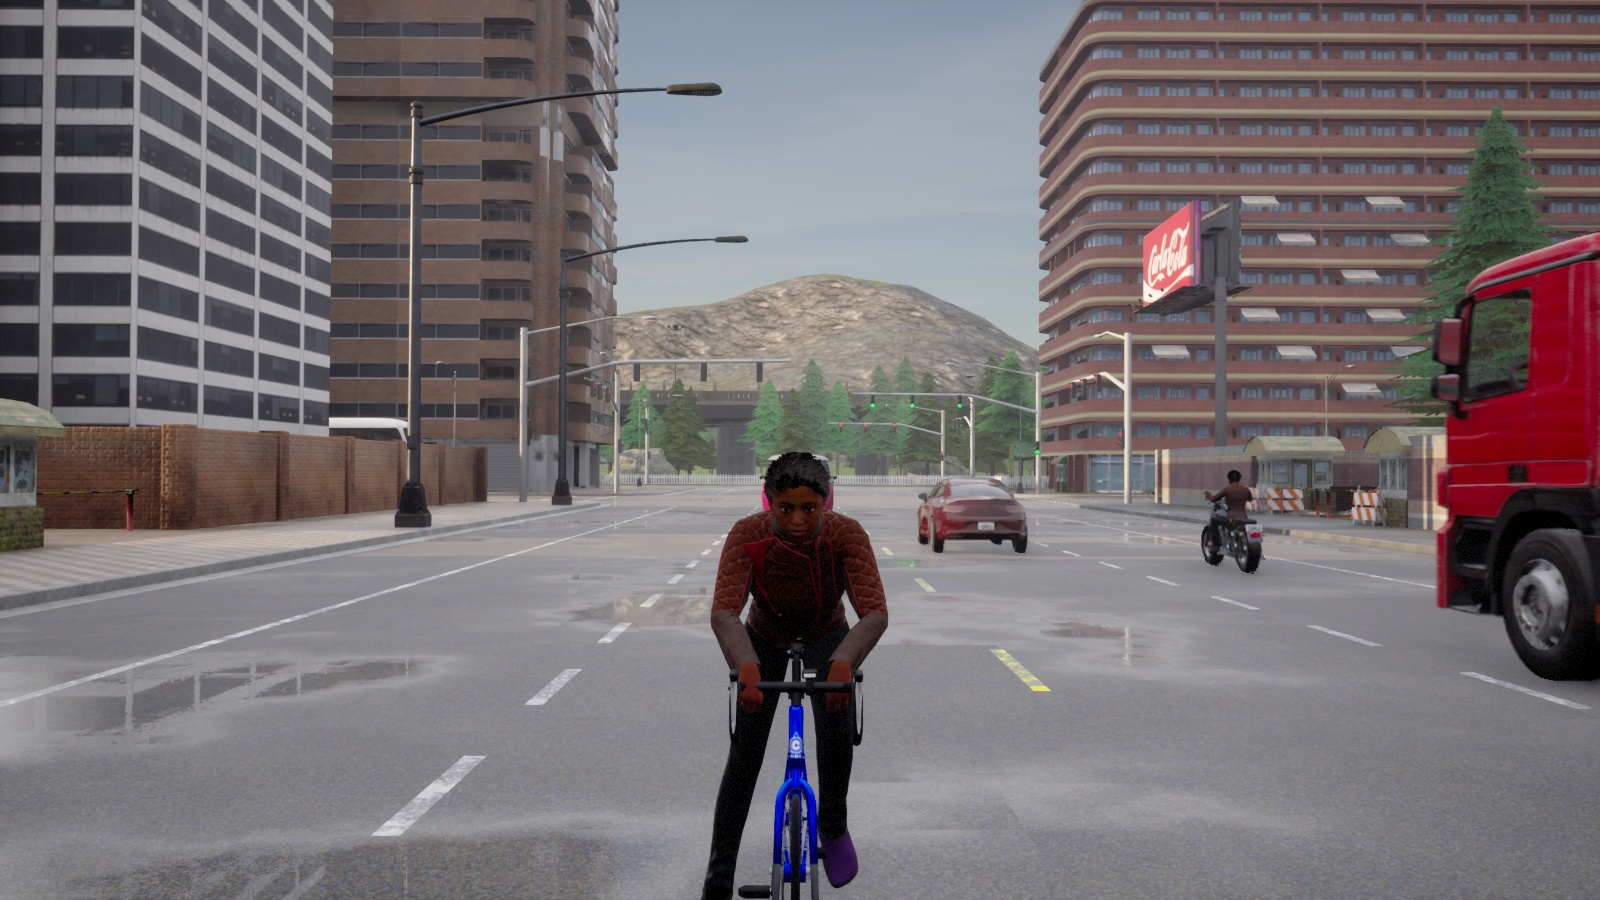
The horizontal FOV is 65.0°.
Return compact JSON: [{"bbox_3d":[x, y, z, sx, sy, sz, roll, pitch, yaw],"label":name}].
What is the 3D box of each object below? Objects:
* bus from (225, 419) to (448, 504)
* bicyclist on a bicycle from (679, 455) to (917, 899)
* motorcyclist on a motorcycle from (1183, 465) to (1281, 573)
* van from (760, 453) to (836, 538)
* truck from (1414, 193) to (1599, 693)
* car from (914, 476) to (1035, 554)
[{"bbox_3d":[-24.144,0.639,65.914,10.273,4.253,3.944,0,-1,0],"label":"bus"},{"bbox_3d":[-0.005,0.833,3.919,0.582,1.620,1.656,0,-1,0],"label":"bicyclist on a bicycle"},{"bbox_3d":[6.972,1.079,20.421,0.766,1.649,2.350,0,-1,0],"label":"motorcyclist on a motorcycle"},{"bbox_3d":[-0.044,1.099,31.724,1.775,1.987,4.442,0,-1,0],"label":"van"},{"bbox_3d":[6.986,-0.073,7.304,2.891,3.462,7.936,0,-1,0],"label":"truck"},{"bbox_3d":[3.465,1.257,25.715,1.812,1.442,4.674,0,-1,0],"label":"car"}]
